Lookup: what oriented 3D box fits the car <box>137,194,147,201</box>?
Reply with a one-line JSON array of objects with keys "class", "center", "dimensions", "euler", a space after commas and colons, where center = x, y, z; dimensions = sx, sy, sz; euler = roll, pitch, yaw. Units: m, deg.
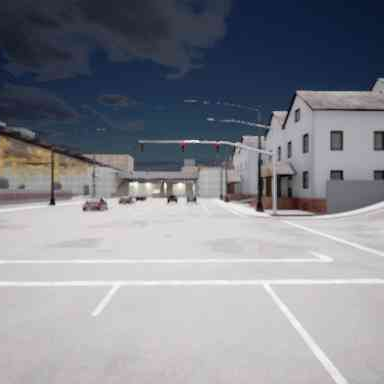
[{"class": "car", "center": [-10.567, 1.213, 69.276], "dimensions": [2.033, 1.411, 5.357], "euler": [0, 0, 0]}]

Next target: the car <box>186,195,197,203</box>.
[{"class": "car", "center": [-0.060, 1.239, 60.948], "dimensions": [2.128, 1.511, 4.902], "euler": [0, 0, 0]}]

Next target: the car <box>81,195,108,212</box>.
[{"class": "car", "center": [-10.628, 1.374, 36.771], "dimensions": [1.812, 1.442, 4.674], "euler": [0, 0, 0]}]

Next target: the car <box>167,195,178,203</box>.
[{"class": "car", "center": [-3.559, 1.254, 60.945], "dimensions": [1.837, 1.490, 4.892], "euler": [0, 0, 0]}]

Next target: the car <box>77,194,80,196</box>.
[{"class": "car", "center": [-31.764, 1.095, 86.639], "dimensions": [2.038, 1.542, 4.974], "euler": [0, 0, -36]}]

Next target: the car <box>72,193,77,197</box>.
[{"class": "car", "center": [-31.749, 1.114, 82.031], "dimensions": [2.038, 1.542, 4.974], "euler": [0, 0, 44]}]

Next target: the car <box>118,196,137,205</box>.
[{"class": "car", "center": [-10.615, 1.304, 53.813], "dimensions": [1.812, 1.442, 4.674], "euler": [0, 0, 0]}]
